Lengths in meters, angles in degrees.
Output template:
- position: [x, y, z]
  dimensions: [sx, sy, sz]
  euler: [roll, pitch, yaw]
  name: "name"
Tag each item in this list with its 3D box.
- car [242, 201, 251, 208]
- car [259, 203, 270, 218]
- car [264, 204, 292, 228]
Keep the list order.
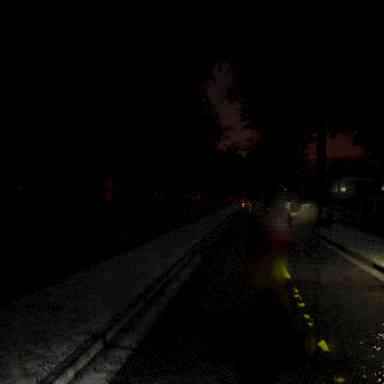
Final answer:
- position: [11.643, 2.649, 70.861]
  dimensions: [1.882, 1.535, 5.008]
  euler: [3, -1, 10]
  name: "car"
- position: [9.296, 2.164, 40.355]
  dimensions: [2.097, 1.767, 4.553]
  euler: [2, -1, 11]
  name: "car"
- position: [7.323, 2.119, 28.135]
  dimensions: [1.837, 1.490, 4.892]
  euler: [3, 0, 10]
  name: "car"
